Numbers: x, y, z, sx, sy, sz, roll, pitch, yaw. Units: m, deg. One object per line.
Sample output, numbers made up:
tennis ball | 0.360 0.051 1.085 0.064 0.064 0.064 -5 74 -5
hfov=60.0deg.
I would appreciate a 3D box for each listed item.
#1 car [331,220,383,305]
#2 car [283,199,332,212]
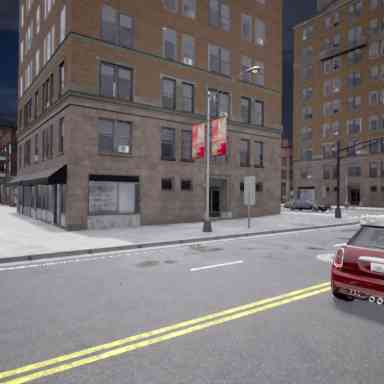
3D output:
car | 5.017 1.355 7.105 4.553 1.767 2.097 0 0 -36
car | 12.897 1.470 37.465 2.033 1.411 5.357 1 0 -36
